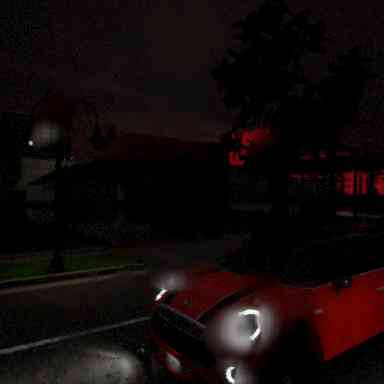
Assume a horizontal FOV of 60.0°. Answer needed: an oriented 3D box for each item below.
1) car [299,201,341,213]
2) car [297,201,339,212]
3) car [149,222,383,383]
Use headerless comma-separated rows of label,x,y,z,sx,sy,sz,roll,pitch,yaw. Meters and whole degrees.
car,16.575,2.035,42.800,1.895,1.301,4.718,1,0,-34
car,17.836,2.022,47.209,2.033,1.411,5.357,1,0,-34
car,1.627,1.400,5.144,4.553,1.767,2.097,1,0,-35
